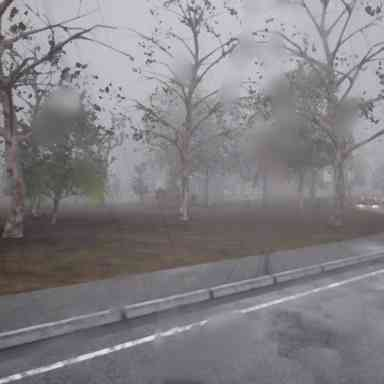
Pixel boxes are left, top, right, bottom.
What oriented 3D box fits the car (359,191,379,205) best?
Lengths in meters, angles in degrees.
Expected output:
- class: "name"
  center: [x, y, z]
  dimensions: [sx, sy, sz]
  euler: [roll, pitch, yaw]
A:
- class: "car"
  center: [23.519, 0.712, 44.461]
  dimensions: [2.097, 1.767, 4.553]
  euler: [-1, 1, 24]
